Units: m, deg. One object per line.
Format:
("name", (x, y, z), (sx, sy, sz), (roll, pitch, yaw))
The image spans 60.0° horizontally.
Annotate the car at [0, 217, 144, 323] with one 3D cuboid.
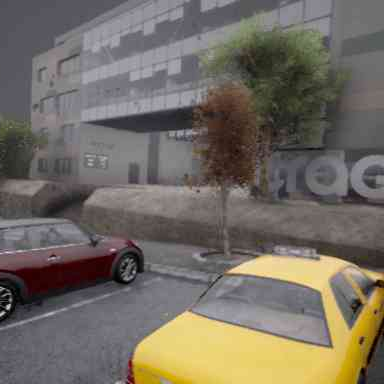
("car", (-3.192, 1.365, 7.518), (2.185, 1.767, 4.553), (0, 0, 36))
